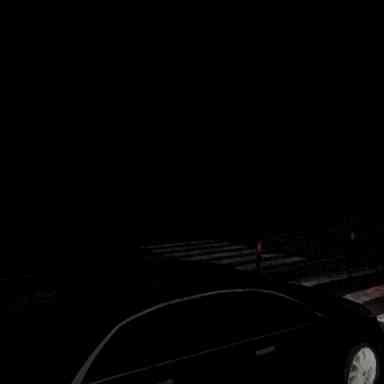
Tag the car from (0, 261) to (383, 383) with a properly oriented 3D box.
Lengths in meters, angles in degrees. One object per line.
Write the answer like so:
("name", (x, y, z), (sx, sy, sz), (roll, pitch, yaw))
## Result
("car", (0.067, 1.505, 3.395), (4.892, 1.490, 1.837), (1, -1, -34))
